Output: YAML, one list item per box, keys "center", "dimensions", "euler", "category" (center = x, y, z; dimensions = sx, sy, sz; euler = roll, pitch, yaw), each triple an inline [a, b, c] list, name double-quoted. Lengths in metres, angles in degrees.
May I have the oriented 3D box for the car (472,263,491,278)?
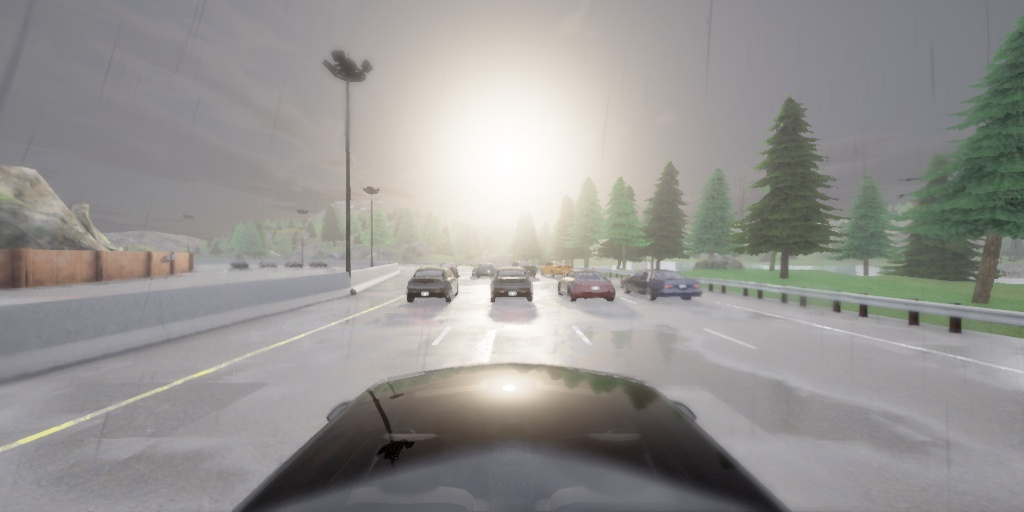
- center: [-2.531, 1.320, 33.456]
  dimensions: [1.994, 1.385, 4.181]
  euler: [0, 0, -14]
  category: "car"

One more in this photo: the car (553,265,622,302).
- center: [3.410, 1.320, 17.057]
  dimensions: [1.994, 1.385, 4.181]
  euler: [0, 0, -3]
  category: "car"

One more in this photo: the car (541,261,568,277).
- center: [4.256, 1.232, 35.171]
  dimensions: [1.882, 1.535, 5.008]
  euler: [0, 0, -14]
  category: "car"

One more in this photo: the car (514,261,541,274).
- center: [0.863, 1.232, 34.314]
  dimensions: [1.882, 1.535, 5.008]
  euler: [0, 0, -14]
  category: "car"

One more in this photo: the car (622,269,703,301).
- center: [6.906, 1.310, 17.217]
  dimensions: [2.033, 1.411, 5.357]
  euler: [0, 0, -3]
  category: "car"

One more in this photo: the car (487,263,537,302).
- center: [-0.086, 1.264, 16.898]
  dimensions: [1.837, 1.490, 4.892]
  euler: [0, 0, -3]
  category: "car"

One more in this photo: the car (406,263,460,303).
- center: [-3.583, 1.263, 16.738]
  dimensions: [1.837, 1.490, 4.892]
  euler: [0, 0, -3]
  category: "car"
